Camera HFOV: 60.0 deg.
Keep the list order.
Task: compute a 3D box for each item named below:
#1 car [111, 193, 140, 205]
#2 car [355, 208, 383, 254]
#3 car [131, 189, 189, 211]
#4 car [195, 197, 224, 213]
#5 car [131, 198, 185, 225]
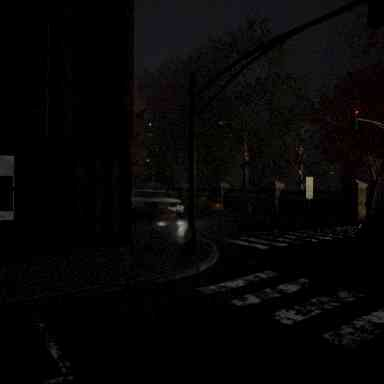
[{"bbox_3d":[-8.815,0.864,43.852,2.008,1.369,4.403,1,0,-36],"label":"car"},{"bbox_3d":[7.996,1.331,10.934,2.097,1.767,4.553,2,-1,-36],"label":"car"},{"bbox_3d":[-2.868,0.832,25.818,2.150,2.045,5.566,0,1,-36],"label":"car"},{"bbox_3d":[0.859,1.130,30.558,1.752,1.417,4.829,1,0,-36],"label":"car"},{"bbox_3d":[-2.563,1.257,21.018,1.802,1.307,4.206,2,0,-36],"label":"car"}]
